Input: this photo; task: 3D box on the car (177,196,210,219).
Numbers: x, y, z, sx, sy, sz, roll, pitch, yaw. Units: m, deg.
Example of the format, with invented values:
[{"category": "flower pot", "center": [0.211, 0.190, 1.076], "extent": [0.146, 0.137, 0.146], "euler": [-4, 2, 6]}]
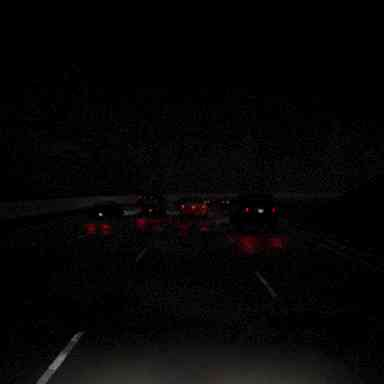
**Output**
[{"category": "car", "center": [0.118, 1.148, 27.063], "extent": [2.097, 1.767, 4.553], "euler": [0, 0, 0]}]

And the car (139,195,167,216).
[{"category": "car", "center": [-3.339, 1.303, 29.509], "extent": [1.812, 1.442, 4.674], "euler": [0, 0, 1]}]

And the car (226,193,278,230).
[{"category": "car", "center": [3.607, 1.069, 20.145], "extent": [2.150, 2.045, 5.566], "euler": [0, 0, 0]}]

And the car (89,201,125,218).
[{"category": "car", "center": [-6.883, 1.395, 27.375], "extent": [1.895, 1.301, 4.718], "euler": [0, 0, 0]}]

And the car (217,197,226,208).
[{"category": "car", "center": [4.725, 1.241, 40.722], "extent": [2.033, 1.411, 5.357], "euler": [0, 0, 13]}]

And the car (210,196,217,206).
[{"category": "car", "center": [2.883, 1.216, 46.166], "extent": [1.994, 1.385, 4.181], "euler": [0, 0, 19]}]

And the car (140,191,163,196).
[{"category": "car", "center": [-5.247, 0.879, 44.616], "extent": [2.150, 2.045, 5.566], "euler": [0, -1, 15]}]
